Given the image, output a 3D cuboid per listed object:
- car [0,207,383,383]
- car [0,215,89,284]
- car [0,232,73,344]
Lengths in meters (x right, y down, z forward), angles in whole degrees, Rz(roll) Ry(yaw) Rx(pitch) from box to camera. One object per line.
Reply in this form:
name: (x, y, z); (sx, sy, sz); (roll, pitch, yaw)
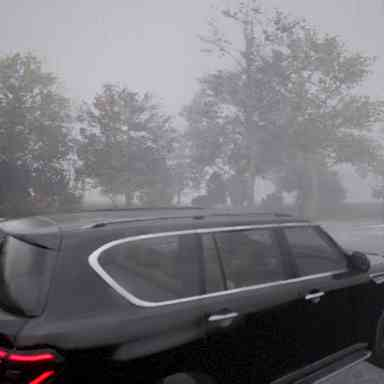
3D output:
car: (0.517, 1.208, 4.023); (5.566, 2.045, 2.150); (0, 0, -35)
car: (-5.402, 1.483, 8.631); (4.892, 1.490, 1.837); (0, 0, -34)
car: (-4.257, 1.552, 5.146); (4.181, 1.385, 1.994); (0, 0, -35)
